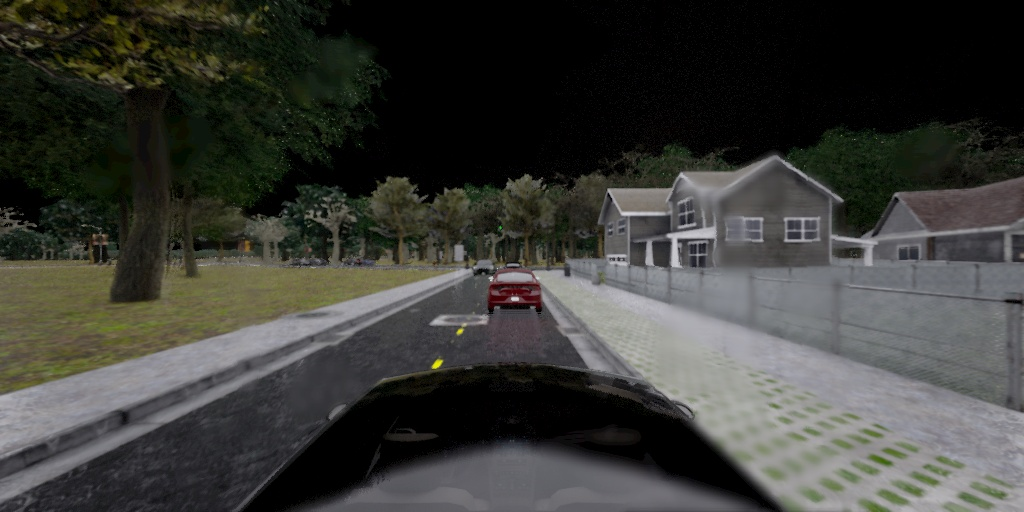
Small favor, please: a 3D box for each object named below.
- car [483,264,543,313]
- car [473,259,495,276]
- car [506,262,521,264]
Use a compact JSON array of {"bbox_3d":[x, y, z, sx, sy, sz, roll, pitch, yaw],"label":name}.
[{"bbox_3d":[0.100,1.234,14.030,1.882,1.535,5.008,0,0,0],"label":"car"},{"bbox_3d":[-2.778,1.131,37.060,2.097,1.767,4.553,0,0,1],"label":"car"},{"bbox_3d":[0.101,1.278,31.460,1.837,1.490,4.892,0,0,0],"label":"car"}]
